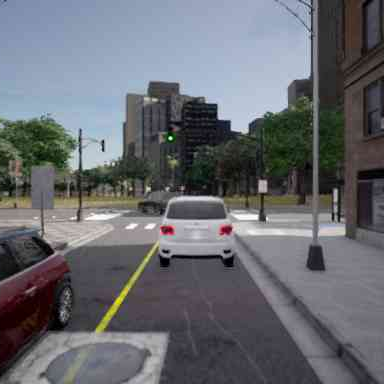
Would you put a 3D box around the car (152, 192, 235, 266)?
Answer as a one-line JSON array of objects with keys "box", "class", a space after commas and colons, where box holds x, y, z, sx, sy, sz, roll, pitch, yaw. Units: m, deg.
[{"box": [0.149, 1.140, 11.291, 2.150, 2.045, 5.566, 0, 1, 1], "class": "car"}]

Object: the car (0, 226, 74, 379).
[{"box": [-3.071, 1.323, 3.757, 2.097, 1.767, 4.553, 0, 1, 0], "class": "car"}]

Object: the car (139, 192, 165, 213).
[{"box": [-2.890, 1.000, 30.553, 2.150, 2.045, 5.566, 2, -1, -34], "class": "car"}]
